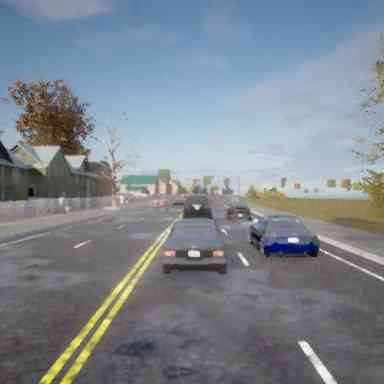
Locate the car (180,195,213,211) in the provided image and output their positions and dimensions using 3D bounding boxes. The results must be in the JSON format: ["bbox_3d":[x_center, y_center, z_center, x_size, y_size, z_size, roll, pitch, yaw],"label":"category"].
[{"bbox_3d":[0.483,1.236,26.666,2.150,2.045,5.566,0,0,2],"label":"car"}]

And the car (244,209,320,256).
[{"bbox_3d":[3.429,1.568,13.089,1.994,1.385,4.181,0,0,1],"label":"car"}]

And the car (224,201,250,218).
[{"bbox_3d":[3.781,1.518,27.694,1.837,1.490,4.892,0,0,2],"label":"car"}]

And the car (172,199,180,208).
[{"bbox_3d":[-1.868,1.645,50.129,1.895,1.301,4.718,0,0,3],"label":"car"}]

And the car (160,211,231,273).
[{"bbox_3d":[0.111,1.550,10.608,2.033,1.411,5.357,0,0,1],"label":"car"}]

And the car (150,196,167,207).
[{"bbox_3d":[-5.080,1.400,50.628,2.097,1.767,4.553,0,0,3],"label":"car"}]
